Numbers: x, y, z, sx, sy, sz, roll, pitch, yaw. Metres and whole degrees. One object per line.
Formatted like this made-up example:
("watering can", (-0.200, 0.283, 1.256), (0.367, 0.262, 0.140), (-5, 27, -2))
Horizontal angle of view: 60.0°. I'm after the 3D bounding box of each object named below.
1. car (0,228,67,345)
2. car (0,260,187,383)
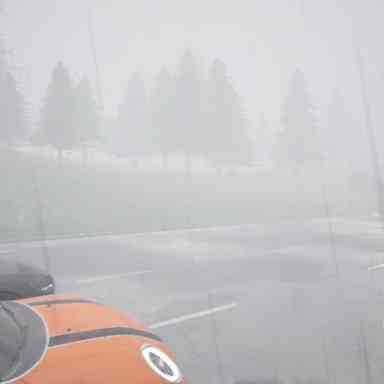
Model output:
("car", (-4.574, 1.505, 4.786), (4.892, 1.490, 1.837), (0, 0, -36))
("car", (-2.218, 1.353, 2.168), (4.553, 1.767, 2.097), (0, 0, -36))
